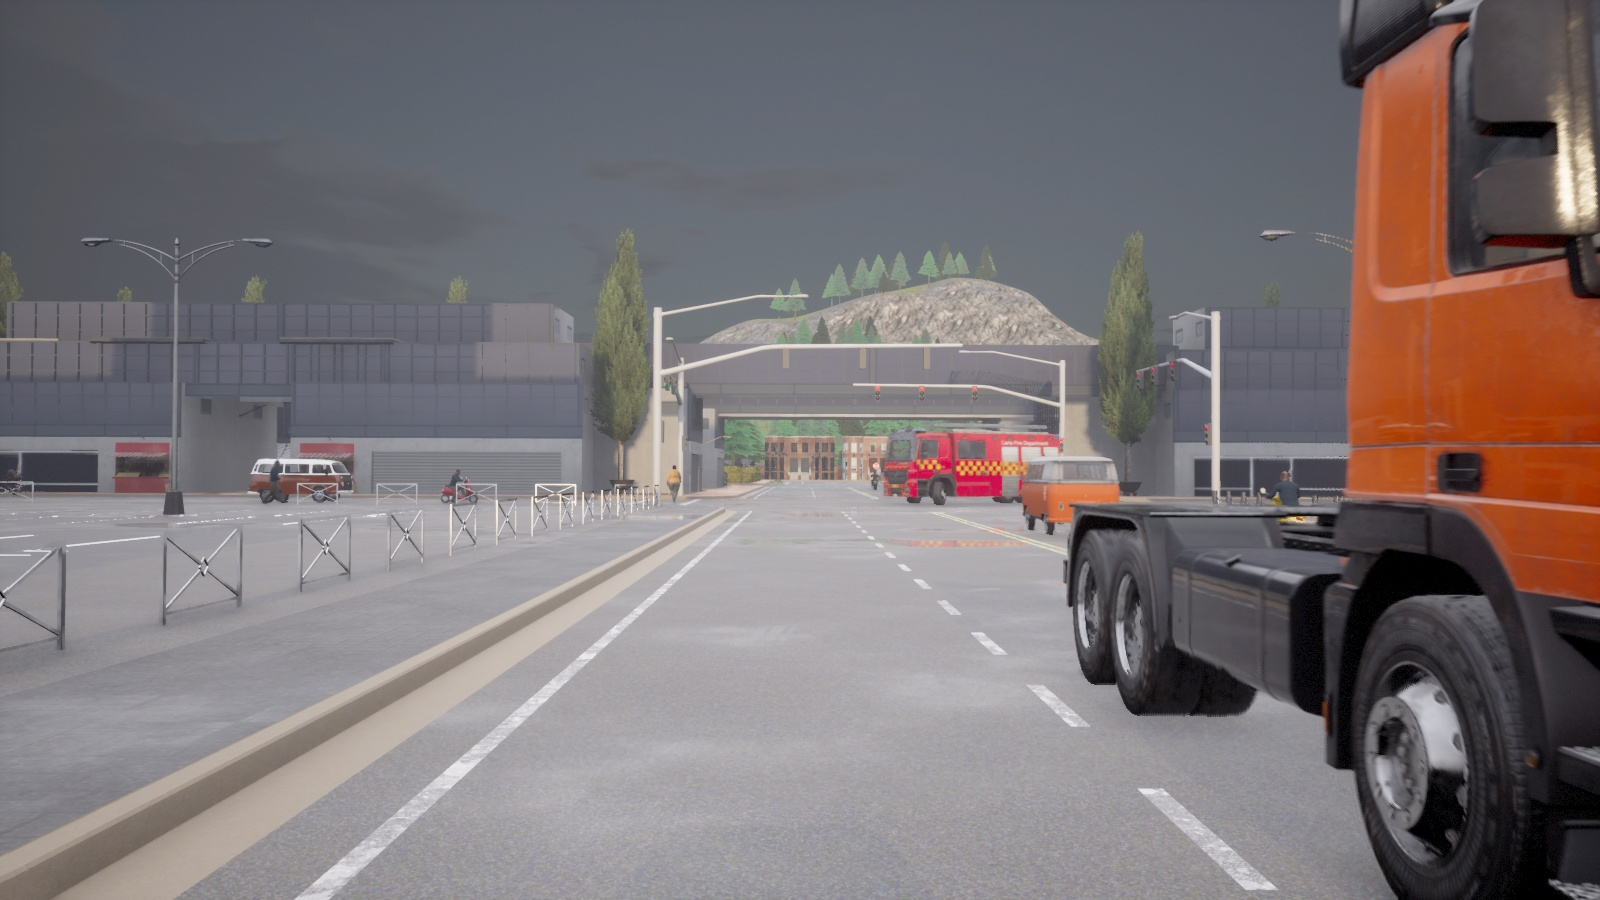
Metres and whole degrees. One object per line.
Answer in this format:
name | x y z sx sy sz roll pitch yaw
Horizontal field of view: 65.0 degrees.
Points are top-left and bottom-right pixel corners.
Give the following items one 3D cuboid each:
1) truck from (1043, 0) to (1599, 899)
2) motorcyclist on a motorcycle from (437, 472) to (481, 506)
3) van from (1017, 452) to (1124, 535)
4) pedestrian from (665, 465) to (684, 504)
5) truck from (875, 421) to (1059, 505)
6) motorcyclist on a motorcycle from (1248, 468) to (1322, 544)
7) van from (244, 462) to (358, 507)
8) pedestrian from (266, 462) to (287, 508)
truck | 3.500 -0.071 6.573 2.891 3.462 7.936 0 -1 0
motorcyclist on a motorcycle | -15.840 1.808 58.317 1.817 1.590 0.866 0 -1 1
van | 6.927 1.086 32.592 1.775 1.987 4.442 0 -1 0
pedestrian | -6.041 1.634 60.348 0.874 1.855 0.900 0 -1 -4
truck | 8.000 0.622 59.989 8.468 3.827 2.891 0 -1 -25
motorcyclist on a motorcycle | 10.440 1.180 27.102 0.866 1.590 1.817 0 -1 0
van | -23.202 1.611 58.494 4.480 2.038 2.069 0 -1 1
pedestrian | -20.827 1.393 49.960 0.726 1.842 0.402 0 -1 -13
